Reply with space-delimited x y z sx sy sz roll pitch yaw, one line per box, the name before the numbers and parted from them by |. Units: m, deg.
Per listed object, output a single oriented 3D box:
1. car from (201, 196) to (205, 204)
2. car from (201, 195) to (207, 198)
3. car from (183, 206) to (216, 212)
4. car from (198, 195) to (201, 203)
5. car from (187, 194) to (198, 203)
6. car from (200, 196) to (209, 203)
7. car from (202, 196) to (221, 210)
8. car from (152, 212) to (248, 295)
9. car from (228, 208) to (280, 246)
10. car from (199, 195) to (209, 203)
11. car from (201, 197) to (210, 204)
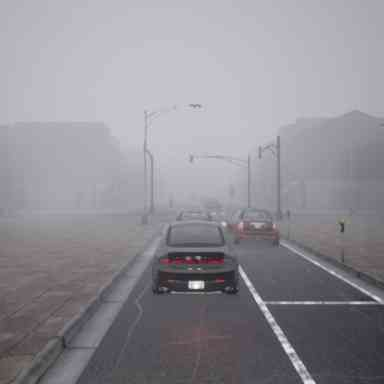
car | 2.723 1.605 47.586 1.947 1.339 4.313 1 0 0
car | 2.733 1.591 53.192 1.752 1.417 4.829 1 0 0
car | 0.119 1.585 16.491 1.895 1.301 4.718 0 0 0
car | 2.746 1.696 63.898 1.947 1.339 4.313 1 0 0
car | 0.103 1.406 72.286 2.150 2.045 5.566 0 0 0
car | 2.762 1.735 74.943 1.752 1.417 4.829 1 0 0
car | 2.717 1.584 42.149 1.947 1.339 4.313 1 0 0
car | 0.055 1.493 8.663 1.837 1.490 4.892 0 0 -1
car | 2.685 1.425 15.402 1.967 1.590 4.097 2 0 0
car | 2.773 1.567 80.213 2.192 1.841 5.009 1 0 0
car | 2.754 1.694 69.505 1.752 1.417 4.829 1 0 0
